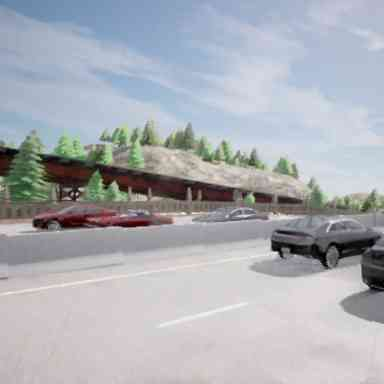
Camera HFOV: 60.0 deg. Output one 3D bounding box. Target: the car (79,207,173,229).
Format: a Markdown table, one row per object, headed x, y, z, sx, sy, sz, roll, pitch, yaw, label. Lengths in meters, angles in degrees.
| x | y | z | sx | sy | sz | roll | pitch | yaw | label |
| --- | --- | --- | --- | --- | --- | --- | --- | --- | --- |
| -3.510 | 1.659 | 18.681 | 4.718 | 1.301 | 1.895 | 0 | 0 | -35 | car |

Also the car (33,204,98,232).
| x | y | z | sx | sy | sz | roll | pitch | yaw | label |
| --- | --- | --- | --- | --- | --- | --- | --- | --- | --- |
| -7.048 | 1.523 | 20.457 | 5.008 | 1.535 | 1.882 | 0 | 0 | -35 | car |

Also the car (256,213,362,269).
| x | y | z | sx | sy | sz | roll | pitch | yaw | label |
| --- | --- | --- | --- | --- | --- | --- | --- | --- | --- |
| 4.814 | 1.566 | 11.478 | 4.902 | 1.511 | 2.128 | 0 | 0 | -36 | car |

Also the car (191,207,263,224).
| x | y | z | sx | sy | sz | roll | pitch | yaw | label |
| --- | --- | --- | --- | --- | --- | --- | --- | --- | --- |
| 2.146 | 1.579 | 18.408 | 4.902 | 1.511 | 2.128 | 0 | 0 | -35 | car |

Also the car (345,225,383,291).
| x | y | z | sx | sy | sz | roll | pitch | yaw | label |
| --- | --- | --- | --- | --- | --- | --- | --- | --- | --- |
| 5.959 | 1.571 | 7.996 | 4.892 | 1.490 | 1.837 | 0 | 0 | -36 | car |
